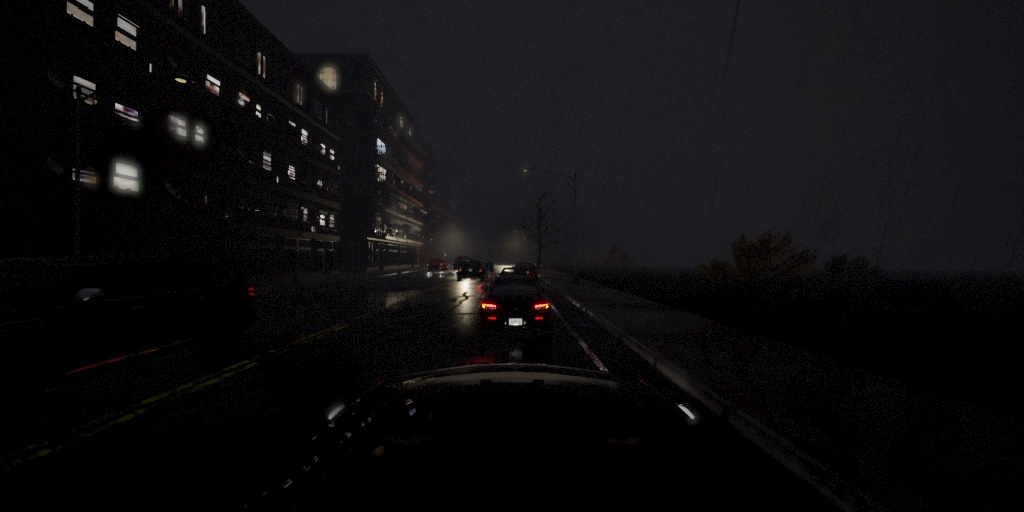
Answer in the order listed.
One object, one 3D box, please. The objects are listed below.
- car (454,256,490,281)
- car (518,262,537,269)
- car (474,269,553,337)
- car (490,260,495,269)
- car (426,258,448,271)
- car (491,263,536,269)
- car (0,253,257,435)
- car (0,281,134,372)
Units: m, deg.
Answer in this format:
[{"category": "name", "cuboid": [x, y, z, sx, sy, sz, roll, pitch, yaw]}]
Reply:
[{"category": "car", "cuboid": [-3.207, 1.107, 29.691, 2.097, 1.767, 4.553, 0, 0, 0]}, {"category": "car", "cuboid": [1.081, 1.231, 29.863, 1.882, 1.535, 5.008, 0, 0, 0]}, {"category": "car", "cuboid": [0.075, 1.277, 10.168, 1.812, 1.442, 4.674, 0, 0, 0]}, {"category": "car", "cuboid": [-3.237, 1.245, 44.424, 2.128, 1.511, 4.902, 0, 0, 0]}, {"category": "car", "cuboid": [-9.940, 1.105, 47.683, 2.097, 1.767, 4.553, 0, 0, 0]}, {"category": "car", "cuboid": [0.063, 1.317, 20.335, 1.994, 1.385, 4.181, 0, 0, 0]}, {"category": "car", "cuboid": [-6.609, 0.972, 5.475, 2.150, 2.045, 5.566, 0, 0, 0]}, {"category": "car", "cuboid": [-9.859, 1.298, 5.699, 2.033, 1.411, 5.357, 0, 0, 0]}]
